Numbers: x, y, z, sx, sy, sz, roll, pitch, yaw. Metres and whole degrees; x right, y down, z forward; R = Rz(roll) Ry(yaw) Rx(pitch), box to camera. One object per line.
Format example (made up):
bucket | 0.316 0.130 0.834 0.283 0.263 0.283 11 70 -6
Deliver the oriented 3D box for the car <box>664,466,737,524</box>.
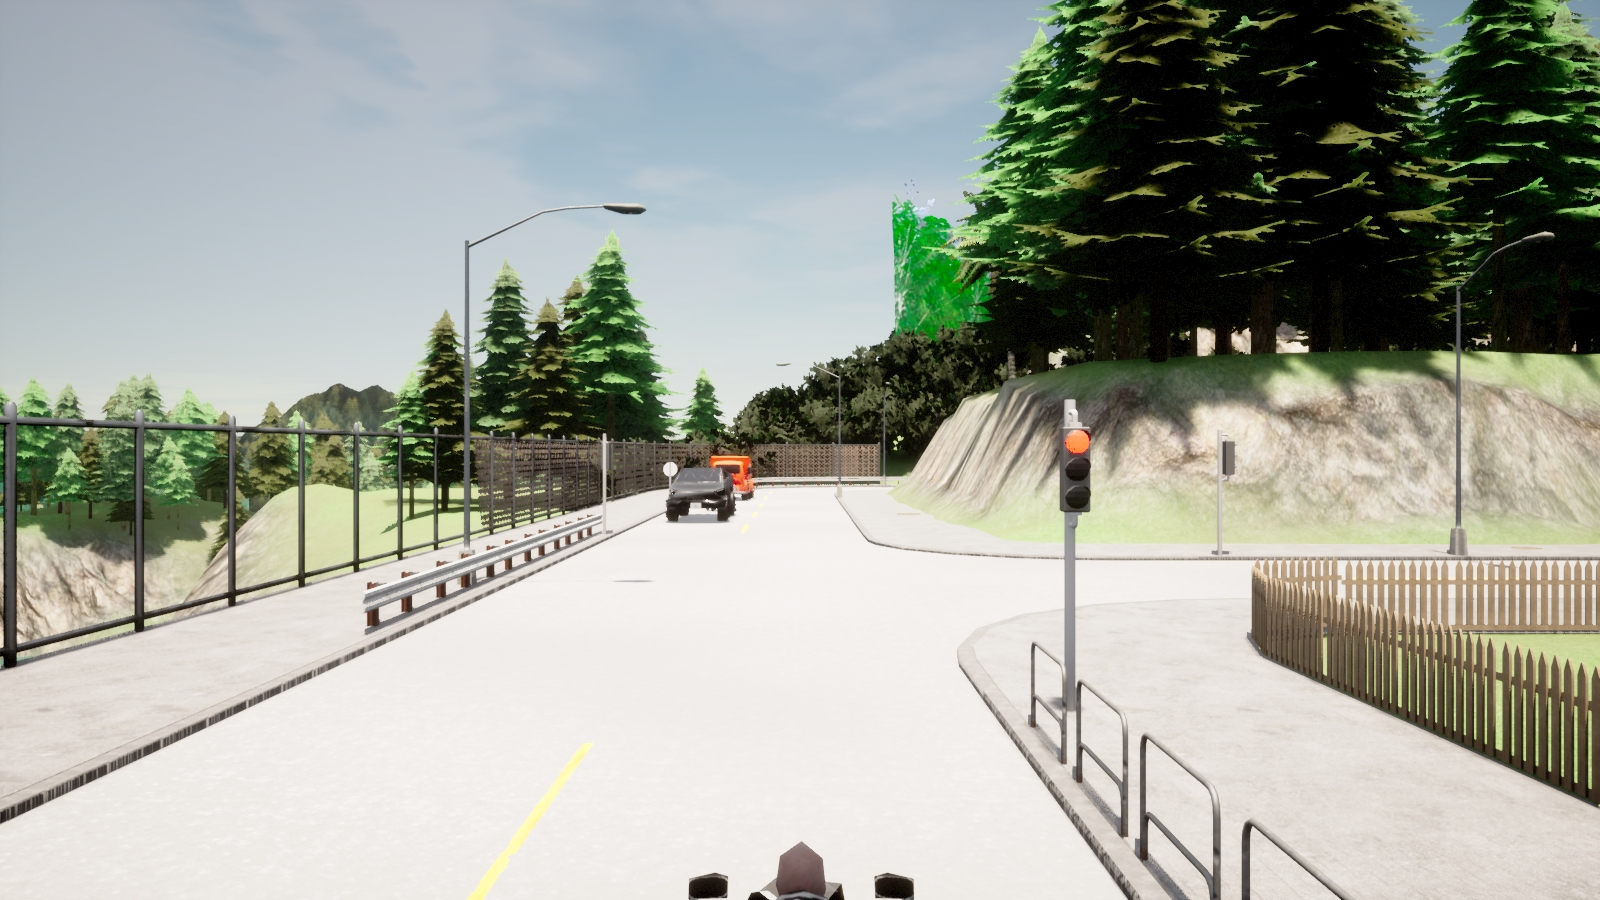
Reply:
car | -3.949 1.753 46.485 2.390 2.098 6.274 0 0 0

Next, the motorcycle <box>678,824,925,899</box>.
motorcycle | 0.004 2.205 3.723 0.867 1.251 2.209 0 0 0

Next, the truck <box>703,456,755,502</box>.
truck | -3.940 1.569 64.277 2.627 2.467 5.204 0 0 0
